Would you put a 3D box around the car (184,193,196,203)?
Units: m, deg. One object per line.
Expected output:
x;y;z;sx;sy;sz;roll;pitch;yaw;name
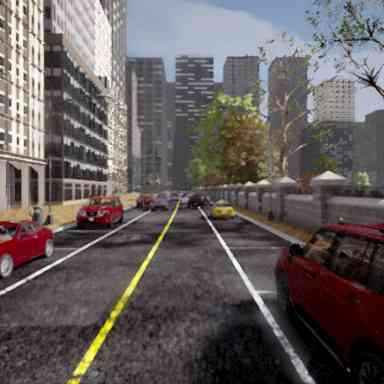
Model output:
-0.293;1.064;57.225;1.801;1.575;5.366;0;0;3;car

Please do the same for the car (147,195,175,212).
-3.212;1.311;35.267;2.033;1.411;5.357;0;0;-1;car

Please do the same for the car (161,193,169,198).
-7.055;0.969;87.403;1.802;1.307;4.206;0;0;-1;car

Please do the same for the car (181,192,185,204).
-0.358;1.179;50.792;1.812;1.442;4.674;0;0;-14;car

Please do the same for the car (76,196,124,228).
-5.595;1.178;20.893;2.192;1.841;5.009;0;0;-1;car

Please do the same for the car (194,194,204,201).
1.371;1.075;70.870;1.947;1.339;4.313;0;0;-1;car

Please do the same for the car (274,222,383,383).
2.556;1.286;4.299;2.192;1.841;5.009;0;0;0;car

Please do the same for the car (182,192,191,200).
-1.287;0.897;74.832;1.882;1.535;5.008;0;0;-1;car

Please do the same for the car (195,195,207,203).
1.638;1.155;59.773;1.947;1.339;4.313;0;0;-1;car

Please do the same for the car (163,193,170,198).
-7.184;0.872;92.772;1.752;1.417;4.829;0;0;-1;car

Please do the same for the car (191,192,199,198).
0.837;0.783;93.061;1.967;1.590;4.097;0;0;-1;car

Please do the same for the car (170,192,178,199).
-4.097;0.769;77.142;1.837;1.490;4.892;0;0;-1;car

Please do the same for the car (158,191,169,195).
-6.788;0.785;76.323;2.192;1.841;5.009;0;0;-1;car

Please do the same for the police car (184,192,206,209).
0.343;1.148;41.119;1.930;1.638;5.238;0;0;-1;police car

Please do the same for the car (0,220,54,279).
-5.496;1.518;9.800;1.802;1.307;4.206;0;0;0;car

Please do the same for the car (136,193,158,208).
-5.990;1.025;43.084;2.192;1.841;5.009;0;0;-1;car

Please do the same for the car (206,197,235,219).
2.353;1.348;26.659;1.752;1.417;4.829;0;0;-1;car

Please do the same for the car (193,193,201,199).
1.104;1.009;81.966;1.802;1.307;4.206;0;0;-1;car

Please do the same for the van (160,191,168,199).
-6.921;0.770;81.862;1.690;1.788;3.998;0;0;-1;van

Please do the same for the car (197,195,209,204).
1.771;1.211;54.226;1.802;1.307;4.206;0;0;-1;car
